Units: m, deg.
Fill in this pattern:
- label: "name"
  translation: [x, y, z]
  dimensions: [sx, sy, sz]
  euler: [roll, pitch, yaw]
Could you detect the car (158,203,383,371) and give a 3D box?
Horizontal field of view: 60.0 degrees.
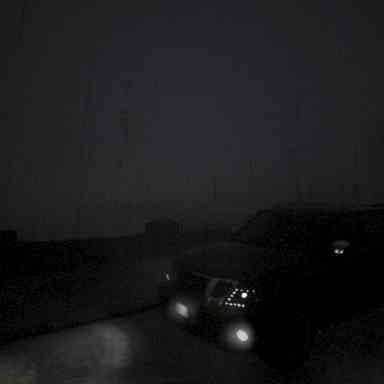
- label: "car"
  translation: [2.143, 1.250, 6.063]
  dimensions: [5.566, 2.045, 2.150]
  euler: [0, 0, -35]
